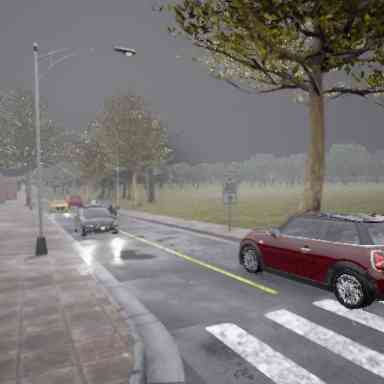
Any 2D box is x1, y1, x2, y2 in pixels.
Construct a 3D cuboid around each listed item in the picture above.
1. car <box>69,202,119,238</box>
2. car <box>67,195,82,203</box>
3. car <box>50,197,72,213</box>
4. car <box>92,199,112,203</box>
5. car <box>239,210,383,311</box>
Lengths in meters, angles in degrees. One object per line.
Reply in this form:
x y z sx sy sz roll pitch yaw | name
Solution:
-5.486 1.573 18.661 1.837 1.490 4.892 -2 0 -26 | car
-18.325 1.472 51.338 2.150 2.045 5.566 -2 0 -26 | car
-16.247 1.706 40.650 1.882 1.535 5.008 -2 0 -26 | car
-8.863 1.420 32.163 2.097 1.767 4.553 -2 0 -26 | car
3.065 1.257 7.980 2.097 1.767 4.553 -2 0 -26 | car
